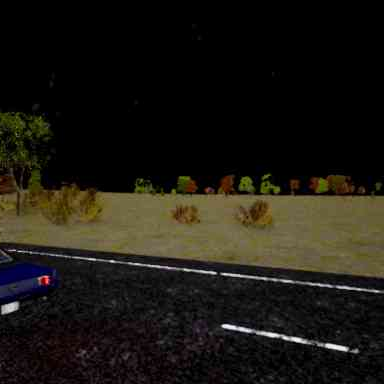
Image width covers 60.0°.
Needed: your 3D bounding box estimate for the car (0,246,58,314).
[{"bbox_3d":[-5.043,1.699,6.677,4.718,1.301,1.895,-1,-1,28],"label":"car"}]
